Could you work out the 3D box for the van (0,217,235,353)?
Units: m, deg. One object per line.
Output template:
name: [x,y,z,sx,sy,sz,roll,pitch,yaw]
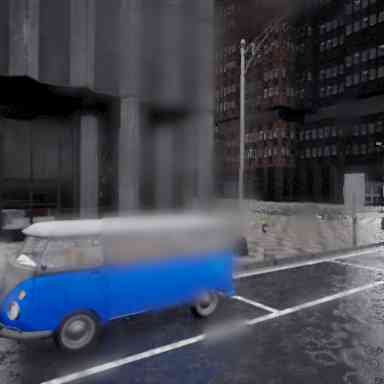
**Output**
van: [-1.085,1.364,5.876,3.998,1.788,1.690,1,0,-35]
